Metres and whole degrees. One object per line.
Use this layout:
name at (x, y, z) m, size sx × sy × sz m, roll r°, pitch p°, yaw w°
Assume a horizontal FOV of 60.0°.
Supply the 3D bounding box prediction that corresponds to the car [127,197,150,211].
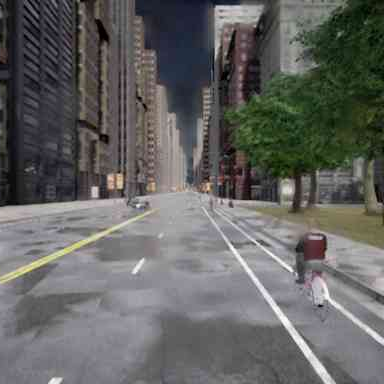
car at (-6.580, 1.593, 43.363) m, size 2.128 × 1.511 × 4.902 m, roll 0°, pitch 0°, yaw 0°

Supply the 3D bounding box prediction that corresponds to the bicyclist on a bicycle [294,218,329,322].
bicyclist on a bicycle at (2.239, 1.380, 6.406) m, size 0.659 × 1.776 × 1.843 m, roll 0°, pitch 0°, yaw 0°

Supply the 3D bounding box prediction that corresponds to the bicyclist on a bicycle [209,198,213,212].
bicyclist on a bicycle at (2.265, 1.537, 38.979) m, size 0.582 × 1.620 × 1.656 m, roll 0°, pitch -1°, yaw 0°

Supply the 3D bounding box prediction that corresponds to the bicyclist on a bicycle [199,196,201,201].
bicyclist on a bicycle at (2.274, 1.727, 93.049) m, size 0.582 × 1.620 × 1.656 m, roll 0°, pitch -1°, yaw 0°
